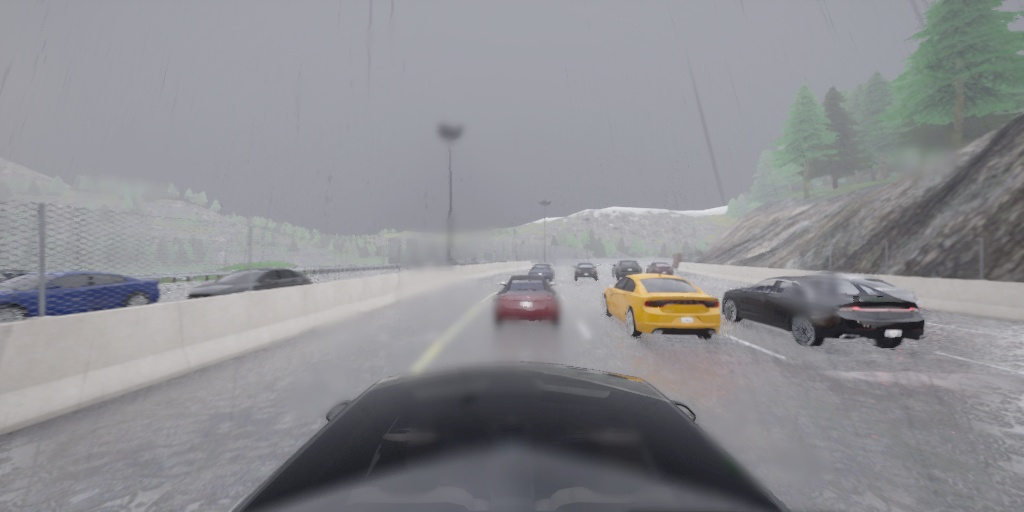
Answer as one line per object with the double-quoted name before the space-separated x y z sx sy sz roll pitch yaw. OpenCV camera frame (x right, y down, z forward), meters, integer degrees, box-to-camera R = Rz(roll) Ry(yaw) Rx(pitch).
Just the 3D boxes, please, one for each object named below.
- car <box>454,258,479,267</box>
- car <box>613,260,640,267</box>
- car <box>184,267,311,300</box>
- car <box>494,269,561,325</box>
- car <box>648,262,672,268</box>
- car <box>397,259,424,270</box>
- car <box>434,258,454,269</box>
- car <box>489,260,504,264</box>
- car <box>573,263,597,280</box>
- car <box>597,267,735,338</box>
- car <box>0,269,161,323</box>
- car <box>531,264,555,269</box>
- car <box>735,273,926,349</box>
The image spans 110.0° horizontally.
"car" -6.511 1.233 53.466 1.837 1.490 4.892 0 0 17
"car" 9.948 1.122 31.184 2.097 1.767 4.553 0 0 10
"car" -10.044 1.229 14.123 1.837 1.490 4.892 0 0 4
"car" 0.528 1.314 11.849 1.994 1.385 4.181 0 0 3
"car" 14.116 1.305 34.327 1.812 1.442 4.674 0 0 11
"car" -14.429 1.202 51.080 2.128 1.511 4.902 0 0 15
"car" -9.930 1.071 54.223 2.097 1.767 4.553 0 0 17
"car" -2.313 1.301 55.293 1.994 1.385 4.181 0 0 17
"car" 6.337 1.287 30.965 1.812 1.442 4.674 0 0 10
"car" 3.927 1.236 10.253 1.882 1.535 5.008 0 0 3
"car" -13.759 1.194 10.857 1.882 1.535 5.008 0 0 3
"car" 2.444 1.316 28.824 1.994 1.385 4.181 0 0 9
"car" 7.379 1.258 9.247 2.128 1.511 4.902 0 0 3
